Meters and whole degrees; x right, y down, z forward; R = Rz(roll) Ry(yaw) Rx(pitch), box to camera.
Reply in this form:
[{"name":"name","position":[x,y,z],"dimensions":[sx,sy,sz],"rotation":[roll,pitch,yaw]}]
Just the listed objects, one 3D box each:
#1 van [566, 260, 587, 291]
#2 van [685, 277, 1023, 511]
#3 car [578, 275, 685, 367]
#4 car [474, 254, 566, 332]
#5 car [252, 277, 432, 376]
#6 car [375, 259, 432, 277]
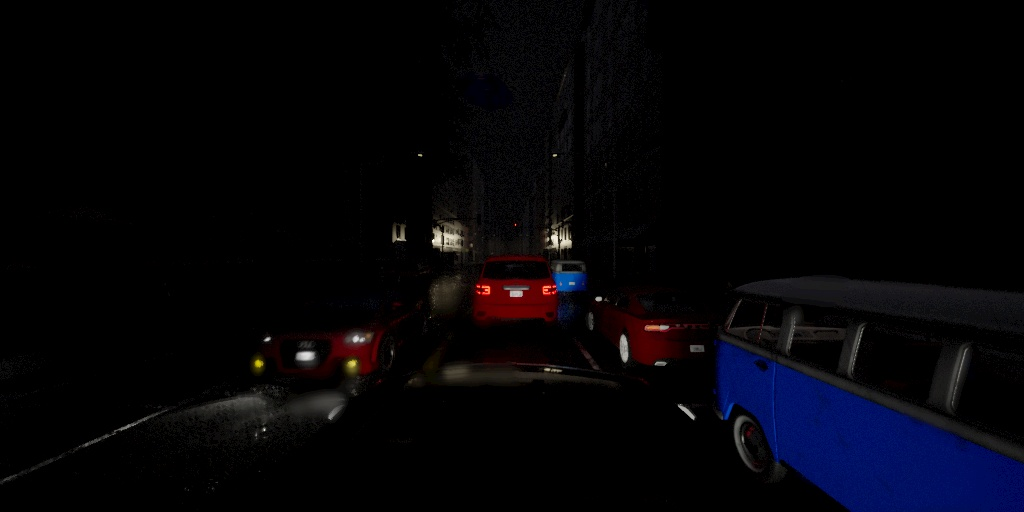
[{"name":"van","position":[2.890,1.086,19.089],"dimensions":[1.690,1.789,3.998],"rotation":[0,0,0]},{"name":"van","position":[2.856,1.091,2.107],"dimensions":[1.690,1.789,3.998],"rotation":[0,0,0]},{"name":"car","position":[2.867,1.294,7.768],"dimensions":[1.888,1.381,4.507],"rotation":[0,0,0]},{"name":"car","position":[0.119,0.970,10.991],"dimensions":[2.150,2.045,5.566],"rotation":[0,0,0]},{"name":"car","position":[-3.088,1.313,7.364],"dimensions":[1.994,1.385,4.181],"rotation":[0,0,0]},{"name":"car","position":[-5.635,1.060,19.066],"dimensions":[2.192,1.841,5.009],"rotation":[0,0,0]}]
